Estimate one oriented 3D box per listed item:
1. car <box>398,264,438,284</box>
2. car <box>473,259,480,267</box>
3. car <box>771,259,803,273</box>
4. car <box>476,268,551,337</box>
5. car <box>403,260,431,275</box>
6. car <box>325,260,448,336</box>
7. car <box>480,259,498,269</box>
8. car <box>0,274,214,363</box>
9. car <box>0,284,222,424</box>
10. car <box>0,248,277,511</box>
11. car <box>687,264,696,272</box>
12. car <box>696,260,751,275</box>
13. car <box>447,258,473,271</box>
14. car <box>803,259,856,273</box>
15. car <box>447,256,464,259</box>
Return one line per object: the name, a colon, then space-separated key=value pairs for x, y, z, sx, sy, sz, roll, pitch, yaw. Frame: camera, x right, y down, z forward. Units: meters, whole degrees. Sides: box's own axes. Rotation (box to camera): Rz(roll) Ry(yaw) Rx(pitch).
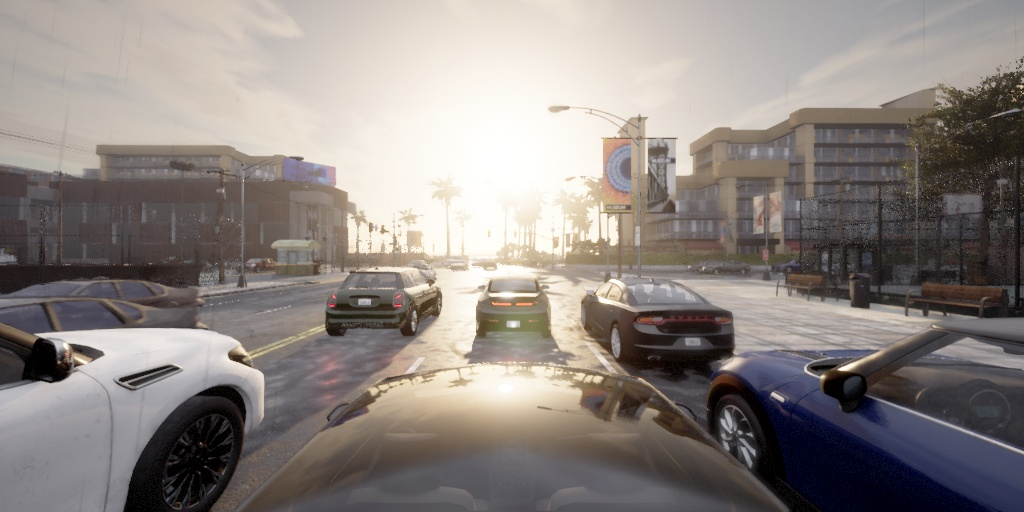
car: x=-7.144 y=1.348 z=27.852 sx=1.895 sy=1.301 sz=4.718 roll=0 pitch=0 yaw=0
car: x=-5.656 y=1.270 z=63.245 sx=1.812 sy=1.442 sz=4.674 roll=0 pitch=0 yaw=15
car: x=33.515 y=1.099 z=42.598 sx=4.553 sy=1.767 sz=2.097 roll=0 pitch=0 yaw=0
car: x=0.046 y=1.254 z=10.320 sx=1.837 sy=1.490 sz=4.892 roll=0 pitch=0 yaw=0
car: x=-10.635 y=1.252 z=40.315 sx=1.837 sy=1.490 sz=4.892 roll=0 pitch=0 yaw=0
car: x=-3.453 y=1.101 z=10.561 sx=2.097 sy=1.767 sz=4.553 roll=0 pitch=0 yaw=0
car: x=-3.270 y=1.236 z=56.136 sx=2.128 sy=1.511 sz=4.902 roll=0 pitch=0 yaw=1
car: x=-10.612 y=1.297 z=8.887 sx=2.033 sy=1.411 sz=5.357 roll=0 pitch=0 yaw=0
car: x=-7.105 y=1.297 z=4.859 sx=2.033 sy=1.411 sz=5.357 roll=0 pitch=0 yaw=0
car: x=-3.400 y=0.972 z=0.973 sx=2.150 sy=2.045 sz=5.566 roll=0 pitch=0 yaw=0
car: x=23.410 y=1.238 z=42.508 sx=4.902 sy=1.511 sz=2.128 roll=0 pitch=0 yaw=-1
car: x=23.258 y=1.238 z=39.006 sx=4.902 sy=1.511 sz=2.128 roll=0 pitch=0 yaw=-1
car: x=-7.085 y=1.293 z=49.052 sx=2.033 sy=1.411 sz=5.357 roll=0 pitch=0 yaw=1
car: x=35.041 y=1.273 z=39.110 sx=4.674 sy=1.442 sz=1.812 roll=0 pitch=0 yaw=-1
car: x=-9.727 y=0.968 z=61.194 sx=2.150 sy=2.045 sz=5.566 roll=0 pitch=0 yaw=11
